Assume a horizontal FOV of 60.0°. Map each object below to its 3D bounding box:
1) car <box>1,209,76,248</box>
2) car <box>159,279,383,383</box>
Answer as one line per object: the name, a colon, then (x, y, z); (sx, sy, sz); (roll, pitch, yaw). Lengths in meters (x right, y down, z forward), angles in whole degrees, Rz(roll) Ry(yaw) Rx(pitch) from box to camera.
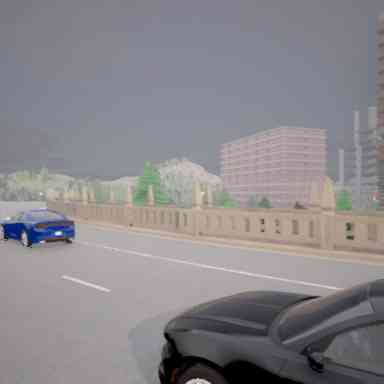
car: (-7.140, 1.529, 15.193); (1.882, 1.535, 5.008); (0, 0, -45)
car: (1.963, 1.494, 2.714); (5.008, 1.535, 1.882); (0, 0, 35)
